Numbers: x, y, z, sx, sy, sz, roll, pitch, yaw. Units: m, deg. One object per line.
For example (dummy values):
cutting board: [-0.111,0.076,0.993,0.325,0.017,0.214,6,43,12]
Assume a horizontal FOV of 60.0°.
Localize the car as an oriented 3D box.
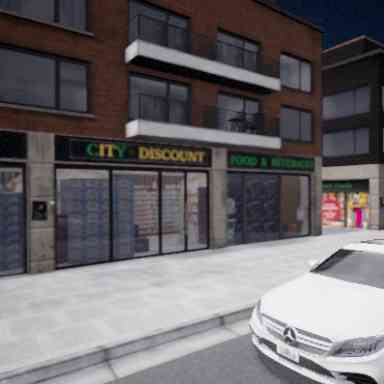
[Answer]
car: [2.962,1.514,5.059,4.674,1.442,1.812,0,0,-35]
